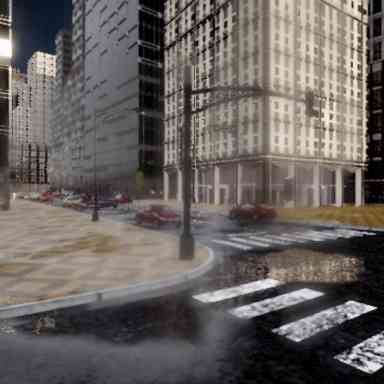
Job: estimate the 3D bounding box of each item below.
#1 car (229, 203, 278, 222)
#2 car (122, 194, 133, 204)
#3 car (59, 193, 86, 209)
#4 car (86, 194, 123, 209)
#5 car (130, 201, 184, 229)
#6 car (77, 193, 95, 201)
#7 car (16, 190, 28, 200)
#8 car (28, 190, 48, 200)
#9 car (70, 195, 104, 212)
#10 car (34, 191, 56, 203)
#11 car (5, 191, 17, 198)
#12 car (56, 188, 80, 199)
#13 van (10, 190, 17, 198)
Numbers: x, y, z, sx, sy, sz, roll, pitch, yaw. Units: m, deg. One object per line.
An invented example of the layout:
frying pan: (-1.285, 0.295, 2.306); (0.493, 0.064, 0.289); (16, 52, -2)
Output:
car: (4.570, 1.468, 25.021); (1.802, 1.307, 4.206); (1, 0, -32)
car: (-10.194, 1.025, 48.205); (1.967, 1.590, 4.097); (1, 0, -34)
car: (-13.815, 1.151, 38.885); (1.752, 1.417, 4.829); (1, 0, -33)
car: (-10.063, 1.212, 37.866); (2.033, 1.411, 5.357); (0, 1, -33)
car: (-2.075, 1.450, 20.366); (1.802, 1.307, 4.206); (1, 0, -32)
car: (-19.763, 0.963, 61.706); (1.947, 1.339, 4.313); (1, 0, -36)
car: (-33.120, 0.681, 66.287); (1.967, 1.590, 4.097); (1, 0, -37)
car: (-26.413, 0.897, 57.207); (1.752, 1.417, 4.829); (1, 0, -36)
car: (-10.892, 1.267, 34.372); (1.802, 1.307, 4.206); (1, 0, -32)
car: (-23.283, 0.979, 52.819); (1.887, 1.381, 4.507); (1, 0, -35)
car: (-43.274, 0.488, 79.418); (1.967, 1.590, 4.097); (1, 0, -38)
car: (-18.654, 0.330, 50.913); (2.150, 2.045, 5.566); (0, 1, -35)
van: (-39.882, 0.453, 75.059); (1.690, 1.788, 3.998); (1, 0, -38)
